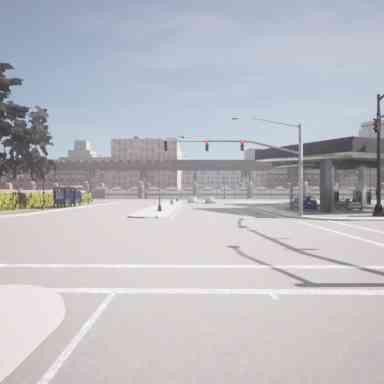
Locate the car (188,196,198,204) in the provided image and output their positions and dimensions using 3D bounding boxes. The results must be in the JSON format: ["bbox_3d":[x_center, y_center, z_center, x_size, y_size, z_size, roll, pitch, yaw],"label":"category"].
[{"bbox_3d":[0.160,1.525,66.102,1.812,1.442,4.674,0,0,0],"label":"car"}]

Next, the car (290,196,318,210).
[{"bbox_3d":[13.244,1.295,39.635,2.242,1.667,4.611,0,0,0],"label":"car"}]

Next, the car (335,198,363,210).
[{"bbox_3d":[18.989,1.456,40.393,1.970,1.475,3.806,0,0,0],"label":"car"}]

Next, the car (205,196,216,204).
[{"bbox_3d":[3.554,1.525,64.319,1.812,1.442,4.674,0,0,0],"label":"car"}]
